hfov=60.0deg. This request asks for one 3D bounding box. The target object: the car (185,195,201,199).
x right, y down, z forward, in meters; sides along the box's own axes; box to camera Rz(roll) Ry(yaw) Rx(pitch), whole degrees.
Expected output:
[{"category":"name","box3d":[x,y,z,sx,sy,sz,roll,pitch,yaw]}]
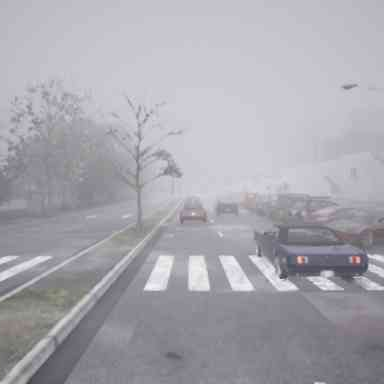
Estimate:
[{"category":"car","box3d":[0.107,1.203,41.431,2.097,1.767,4.553,0,0,0]}]

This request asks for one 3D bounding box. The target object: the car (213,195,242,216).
[{"category":"car","box3d":[3.104,1.377,31.019,1.882,1.535,5.008,0,0,0]}]

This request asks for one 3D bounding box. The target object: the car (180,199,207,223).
[{"category":"car","box3d":[0.104,1.486,25.126,1.994,1.385,4.181,0,0,0]}]

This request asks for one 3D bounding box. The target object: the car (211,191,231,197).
[{"category":"car","box3d":[8.256,0.560,95.108,5.366,1.575,1.946,1,0,-20]}]

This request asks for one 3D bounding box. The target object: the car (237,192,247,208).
[{"category":"car","box3d":[8.104,1.116,35.392,5.566,2.045,2.435,1,0,-20]}]

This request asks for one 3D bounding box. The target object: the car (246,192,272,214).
[{"category":"car","box3d":[8.052,1.137,29.395,5.566,2.045,2.435,1,0,-20]}]

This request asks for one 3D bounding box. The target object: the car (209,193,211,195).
[{"category":"car","box3d":[8.110,0.423,86.108,5.566,2.045,2.435,0,1,-20]}]

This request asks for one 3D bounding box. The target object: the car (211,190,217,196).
[{"category":"car","box3d":[8.091,0.719,83.110,4.892,1.521,2.231,0,1,-20]}]

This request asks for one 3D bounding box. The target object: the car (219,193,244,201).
[{"category":"car","box3d":[8.105,0.993,68.219,4.792,1.488,2.163,0,1,-20]}]

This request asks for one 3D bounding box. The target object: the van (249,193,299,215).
[{"category":"van","box3d":[7.969,1.151,32.349,4.442,1.987,1.878,1,0,-20]}]

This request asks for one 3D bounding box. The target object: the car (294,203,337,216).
[{"category":"car","box3d":[8.068,1.471,17.481,4.674,1.452,2.002,1,0,-20]}]

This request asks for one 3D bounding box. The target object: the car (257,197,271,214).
[{"category":"car","box3d":[8.068,1.401,26.428,4.892,1.521,2.231,1,0,-20]}]

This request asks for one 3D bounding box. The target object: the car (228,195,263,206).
[{"category":"car","box3d":[8.103,1.281,50.318,4.792,1.488,2.163,0,1,-20]}]

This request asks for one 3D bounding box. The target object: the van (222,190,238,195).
[{"category":"van","box3d":[7.972,0.944,56.218,4.442,1.987,1.878,0,1,-20]}]

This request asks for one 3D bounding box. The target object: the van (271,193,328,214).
[{"category":"van","box3d":[8.185,1.186,23.487,4.442,1.987,1.878,1,0,-20]}]

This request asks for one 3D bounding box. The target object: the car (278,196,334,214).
[{"category":"car","box3d":[8.045,1.295,20.453,4.553,1.767,2.185,1,0,-20]}]

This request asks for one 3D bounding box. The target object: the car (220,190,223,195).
[{"category":"car","box3d":[8.050,0.997,59.247,4.553,1.767,2.185,0,1,-20]}]

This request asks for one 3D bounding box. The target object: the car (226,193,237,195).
[{"category":"car","box3d":[7.904,1.277,47.248,5.366,1.575,1.946,1,1,-20]}]

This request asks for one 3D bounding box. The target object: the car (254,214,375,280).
[{"category":"car","box3d":[3.102,1.575,9.833,1.895,1.301,4.718,0,0,0]}]

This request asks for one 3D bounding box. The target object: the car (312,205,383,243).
[{"category":"car","box3d":[8.047,1.471,14.462,4.792,1.488,2.163,1,0,-20]}]

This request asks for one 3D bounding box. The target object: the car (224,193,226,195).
[{"category":"car","box3d":[8.072,1.251,53.290,4.674,1.452,2.002,0,1,-20]}]

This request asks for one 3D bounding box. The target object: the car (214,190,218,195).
[{"category":"car","box3d":[8.075,0.897,74.172,4.674,1.452,2.002,0,1,-20]}]

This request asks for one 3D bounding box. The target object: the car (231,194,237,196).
[{"category":"car","box3d":[8.049,1.339,44.321,4.792,1.488,2.163,1,1,-20]}]

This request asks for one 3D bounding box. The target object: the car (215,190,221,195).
[{"category":"car","box3d":[7.905,1.014,65.157,5.366,1.575,1.946,0,1,-20]}]
